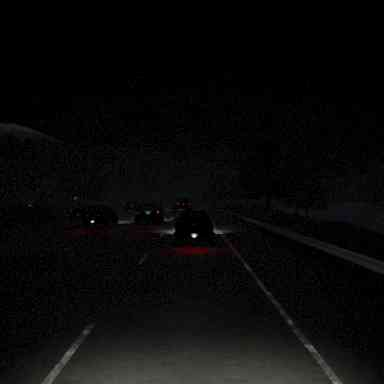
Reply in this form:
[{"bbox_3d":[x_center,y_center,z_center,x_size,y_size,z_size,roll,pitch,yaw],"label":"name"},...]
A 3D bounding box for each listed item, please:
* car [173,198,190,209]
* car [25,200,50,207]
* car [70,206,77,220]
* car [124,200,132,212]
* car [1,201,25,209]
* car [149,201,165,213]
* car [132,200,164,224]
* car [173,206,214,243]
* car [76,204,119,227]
[{"bbox_3d":[-1.558,1.817,48.483,2.150,2.045,5.566,0,0,-8],"label":"car"},{"bbox_3d":[-23.458,1.980,51.233,2.097,1.767,4.553,0,-1,-10],"label":"car"},{"bbox_3d":[-10.653,1.931,33.079,1.812,1.442,4.674,0,-1,-3],"label":"car"},{"bbox_3d":[-8.634,1.943,48.267,2.097,1.767,4.553,0,-1,-8],"label":"car"},{"bbox_3d":[-26.944,2.151,50.999,1.812,1.442,4.674,0,-1,-10],"label":"car"},{"bbox_3d":[-4.953,2.070,47.104,2.128,1.511,4.902,0,-1,-7],"label":"car"},{"bbox_3d":[-3.482,1.695,27.986,2.097,1.767,4.553,0,-1,-1],"label":"car"},{"bbox_3d":[0.105,1.721,17.451,1.837,1.490,4.892,0,0,0],"label":"car"},{"bbox_3d":[-6.920,1.819,25.454,1.837,1.490,4.892,0,0,-1],"label":"car"}]
